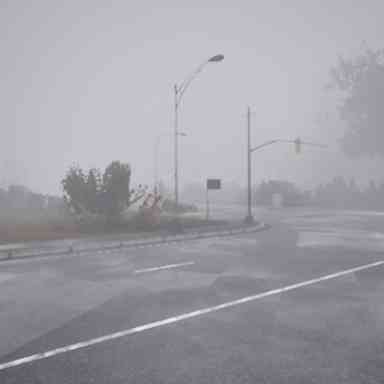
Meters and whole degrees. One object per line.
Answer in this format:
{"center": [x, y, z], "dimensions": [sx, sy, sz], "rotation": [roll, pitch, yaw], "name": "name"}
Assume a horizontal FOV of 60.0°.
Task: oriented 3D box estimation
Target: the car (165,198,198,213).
{"center": [-1.366, 1.363, 34.735], "dimensions": [1.812, 1.442, 4.674], "rotation": [-1, 1, -39], "name": "car"}
